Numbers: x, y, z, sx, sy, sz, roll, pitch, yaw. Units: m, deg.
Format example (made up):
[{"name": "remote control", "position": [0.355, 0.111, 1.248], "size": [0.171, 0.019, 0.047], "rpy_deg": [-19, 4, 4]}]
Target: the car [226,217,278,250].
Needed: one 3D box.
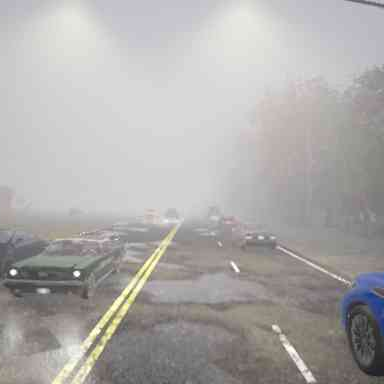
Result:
[{"name": "car", "position": [3.438, 2.415, 19.185], "size": [2.033, 1.411, 5.357], "rpy_deg": [0, -2, -1]}]

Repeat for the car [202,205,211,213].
[{"name": "car", "position": [3.699, 4.550, 87.738], "size": [2.150, 2.045, 5.566], "rpy_deg": [2, -3, 0]}]

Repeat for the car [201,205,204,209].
[{"name": "car", "position": [3.627, 4.284, 76.680], "size": [2.097, 1.767, 4.553], "rpy_deg": [2, -3, 0]}]

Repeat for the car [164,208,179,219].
[{"name": "car", "position": [-3.090, 3.256, 51.466], "size": [2.097, 1.767, 4.553], "rpy_deg": [1, -2, 1]}]

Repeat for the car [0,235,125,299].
[{"name": "car", "position": [-3.328, 1.995, 9.675], "size": [1.895, 1.301, 4.718], "rpy_deg": [1, -2, 0]}]

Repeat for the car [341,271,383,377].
[{"name": "car", "position": [3.438, 1.454, 2.873], "size": [2.150, 2.045, 5.566], "rpy_deg": [3, -3, 0]}]

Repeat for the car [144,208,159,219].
[{"name": "car", "position": [-6.336, 3.339, 52.206], "size": [1.882, 1.535, 5.008], "rpy_deg": [1, -2, 1]}]

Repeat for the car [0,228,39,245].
[{"name": "car", "position": [-6.571, 1.952, 11.425], "size": [1.994, 1.385, 4.181], "rpy_deg": [1, -2, 0]}]

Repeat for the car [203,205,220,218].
[{"name": "car", "position": [3.514, 3.353, 54.760], "size": [2.150, 2.045, 5.566], "rpy_deg": [2, -3, 0]}]

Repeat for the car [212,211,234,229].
[{"name": "car", "position": [3.376, 2.901, 32.729], "size": [1.994, 1.385, 4.181], "rpy_deg": [2, -3, 0]}]

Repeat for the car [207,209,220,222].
[{"name": "car", "position": [3.443, 3.336, 43.737], "size": [1.895, 1.301, 4.718], "rpy_deg": [2, -1, 0]}]
